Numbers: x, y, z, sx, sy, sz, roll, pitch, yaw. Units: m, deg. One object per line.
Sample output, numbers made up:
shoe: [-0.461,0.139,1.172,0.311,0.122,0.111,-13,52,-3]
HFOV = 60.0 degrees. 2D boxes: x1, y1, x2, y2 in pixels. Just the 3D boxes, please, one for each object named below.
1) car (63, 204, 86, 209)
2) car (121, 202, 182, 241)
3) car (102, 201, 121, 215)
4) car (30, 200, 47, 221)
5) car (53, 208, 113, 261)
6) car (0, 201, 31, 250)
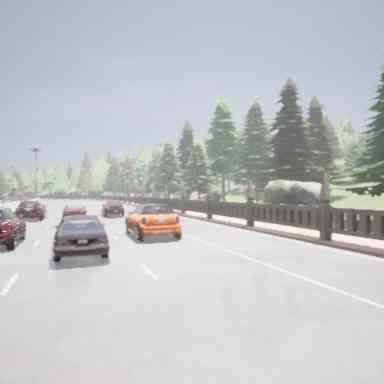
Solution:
car: [-10.177,1.710,28.912,1.895,1.301,4.718,-1,0,-20]
car: [-2.110,1.365,17.114,2.097,1.767,4.553,-1,0,-20]
car: [-7.687,1.601,32.314,1.812,1.442,4.674,-1,0,-20]
car: [-13.834,1.508,28.724,2.097,1.767,4.553,-1,0,-20]
car: [-4.230,1.593,12.673,2.033,1.411,5.357,-1,0,-20]
car: [-8.643,1.452,14.597,2.097,1.767,4.553,-1,0,-20]
